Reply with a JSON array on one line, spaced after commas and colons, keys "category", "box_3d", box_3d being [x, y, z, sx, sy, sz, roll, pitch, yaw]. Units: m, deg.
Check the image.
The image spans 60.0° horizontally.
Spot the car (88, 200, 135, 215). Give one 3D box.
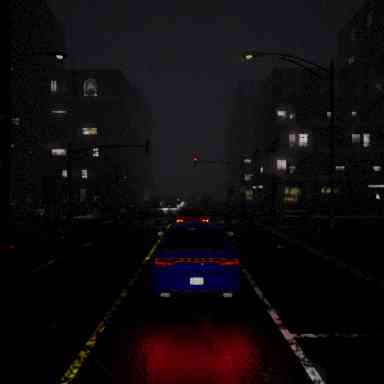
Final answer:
[{"category": "car", "box_3d": [-8.517, 1.635, 35.324, 4.892, 1.490, 1.837, -1, 0, -1]}]

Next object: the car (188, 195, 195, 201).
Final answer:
[{"category": "car", "box_3d": [-0.097, 1.522, 90.366, 1.882, 1.535, 5.008, 0, 0, 0]}]

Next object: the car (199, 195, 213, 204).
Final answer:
[{"category": "car", "box_3d": [2.628, 1.458, 57.476, 1.967, 1.590, 4.097, 0, 0, 0]}]

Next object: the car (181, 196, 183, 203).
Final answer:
[{"category": "car", "box_3d": [-3.142, 1.370, 58.636, 2.097, 1.767, 4.553, 0, 0, 0]}]

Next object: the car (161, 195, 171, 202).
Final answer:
[{"category": "car", "box_3d": [-5.771, 1.470, 74.513, 1.967, 1.590, 4.097, 0, 0, 0]}]

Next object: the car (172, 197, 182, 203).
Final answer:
[{"category": "car", "box_3d": [-3.084, 1.626, 68.144, 1.895, 1.301, 4.718, 0, 0, 0]}]

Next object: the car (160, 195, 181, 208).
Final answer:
[{"category": "car", "box_3d": [-3.133, 1.560, 49.154, 2.033, 1.411, 5.357, 0, 0, -1]}]

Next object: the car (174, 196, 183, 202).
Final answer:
[{"category": "car", "box_3d": [-3.086, 1.621, 78.483, 1.895, 1.301, 4.718, 0, 0, 0]}]

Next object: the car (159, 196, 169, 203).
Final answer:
[{"category": "car", "box_3d": [-5.765, 1.550, 68.660, 1.752, 1.417, 4.829, 0, 0, 0]}]

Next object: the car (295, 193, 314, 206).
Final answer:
[{"category": "car", "box_3d": [14.519, 1.014, 38.121, 5.009, 1.841, 2.192, -1, 1, -1]}]

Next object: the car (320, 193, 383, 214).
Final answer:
[{"category": "car", "box_3d": [14.663, 1.029, 29.743, 5.009, 1.841, 2.192, -1, 1, -1]}]

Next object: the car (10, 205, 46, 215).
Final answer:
[{"category": "car", "box_3d": [-16.709, 1.888, 32.043, 4.718, 1.301, 1.895, -1, 0, -1]}]

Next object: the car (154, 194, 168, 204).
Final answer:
[{"category": "car", "box_3d": [-5.759, 1.336, 63.148, 2.192, 1.841, 5.009, 0, 0, 0]}]

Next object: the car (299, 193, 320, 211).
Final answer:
[{"category": "car", "box_3d": [14.502, 1.206, 35.550, 4.892, 1.490, 1.837, -2, 0, 1]}]

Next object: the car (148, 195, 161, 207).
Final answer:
[{"category": "car", "box_3d": [-5.746, 1.580, 51.783, 1.947, 1.339, 4.313, 0, 0, 0]}]

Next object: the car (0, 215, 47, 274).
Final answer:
[{"category": "car", "box_3d": [-5.750, 1.582, 9.759, 1.802, 1.307, 4.206, 0, 0, 0]}]

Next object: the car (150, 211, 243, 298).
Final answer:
[{"category": "car", "box_3d": [0.094, 1.477, 8.554, 1.882, 1.535, 5.008, 0, 0, 0]}]

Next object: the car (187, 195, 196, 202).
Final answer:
[{"category": "car", "box_3d": [-0.079, 1.386, 76.055, 2.097, 1.767, 4.553, 0, 0, 0]}]

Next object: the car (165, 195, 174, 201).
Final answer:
[{"category": "car", "box_3d": [-5.783, 1.480, 85.878, 1.967, 1.590, 4.097, 0, 0, 0]}]

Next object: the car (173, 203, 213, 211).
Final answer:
[{"category": "car", "box_3d": [0.079, 1.526, 17.894, 1.812, 1.442, 4.674, 0, 0, 1]}]
